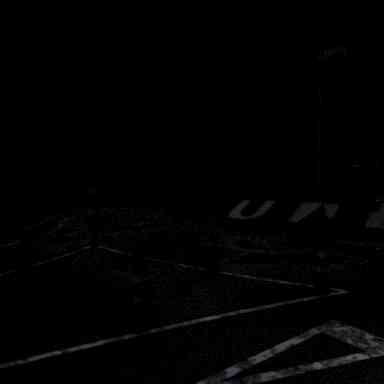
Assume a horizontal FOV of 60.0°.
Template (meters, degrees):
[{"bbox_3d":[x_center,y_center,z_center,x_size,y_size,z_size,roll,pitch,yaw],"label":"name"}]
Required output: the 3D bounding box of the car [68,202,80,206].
[{"bbox_3d":[-30.744,3.303,85.992,4.674,1.452,2.002,-4,-3,44],"label":"car"}]

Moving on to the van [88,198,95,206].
[{"bbox_3d":[-22.963,2.513,78.350,4.442,1.987,1.878,-4,-3,44],"label":"van"}]

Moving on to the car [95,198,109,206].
[{"bbox_3d":[-18.955,2.499,74.414,4.792,1.488,2.163,-4,-3,44],"label":"car"}]

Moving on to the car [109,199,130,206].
[{"bbox_3d":[-15.026,2.246,70.578,4.674,1.452,2.002,-4,-4,44],"label":"car"}]
